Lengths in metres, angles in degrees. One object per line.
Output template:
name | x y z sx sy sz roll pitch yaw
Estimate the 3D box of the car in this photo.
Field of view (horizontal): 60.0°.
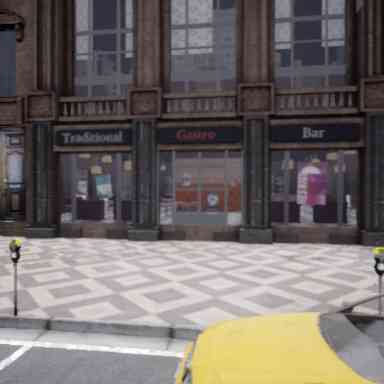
car | 2.243 1.506 2.939 4.829 1.417 1.752 0 0 8
